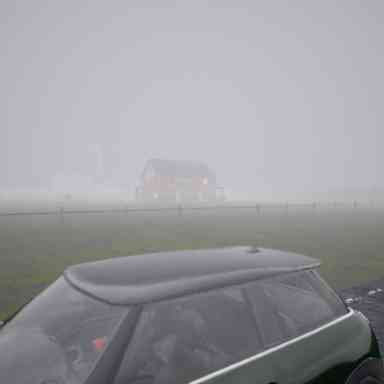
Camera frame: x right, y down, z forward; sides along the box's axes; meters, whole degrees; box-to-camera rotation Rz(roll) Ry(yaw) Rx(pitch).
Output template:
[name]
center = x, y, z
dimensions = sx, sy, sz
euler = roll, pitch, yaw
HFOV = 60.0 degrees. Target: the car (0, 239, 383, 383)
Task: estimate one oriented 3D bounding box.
[car]
center = -0.495, 1.358, 2.594
dimensions = 4.553, 1.767, 2.097
euler = 0, 0, -36
